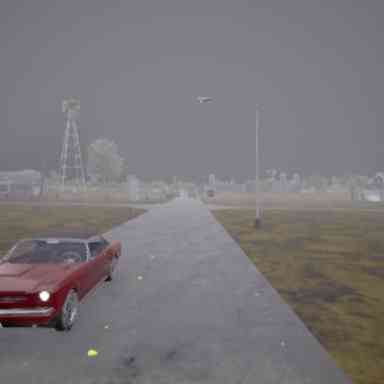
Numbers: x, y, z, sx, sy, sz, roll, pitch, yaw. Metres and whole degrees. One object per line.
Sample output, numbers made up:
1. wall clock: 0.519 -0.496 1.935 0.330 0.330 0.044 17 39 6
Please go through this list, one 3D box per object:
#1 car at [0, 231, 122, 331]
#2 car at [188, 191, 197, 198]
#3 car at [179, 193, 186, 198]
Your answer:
1. car: -2.845 1.570 6.924 1.895 1.301 4.718 0 0 0
2. car: 0.050 0.669 89.189 2.150 2.045 5.566 0 0 0
3. car: -2.698 1.041 93.139 1.812 1.442 4.674 0 0 0
